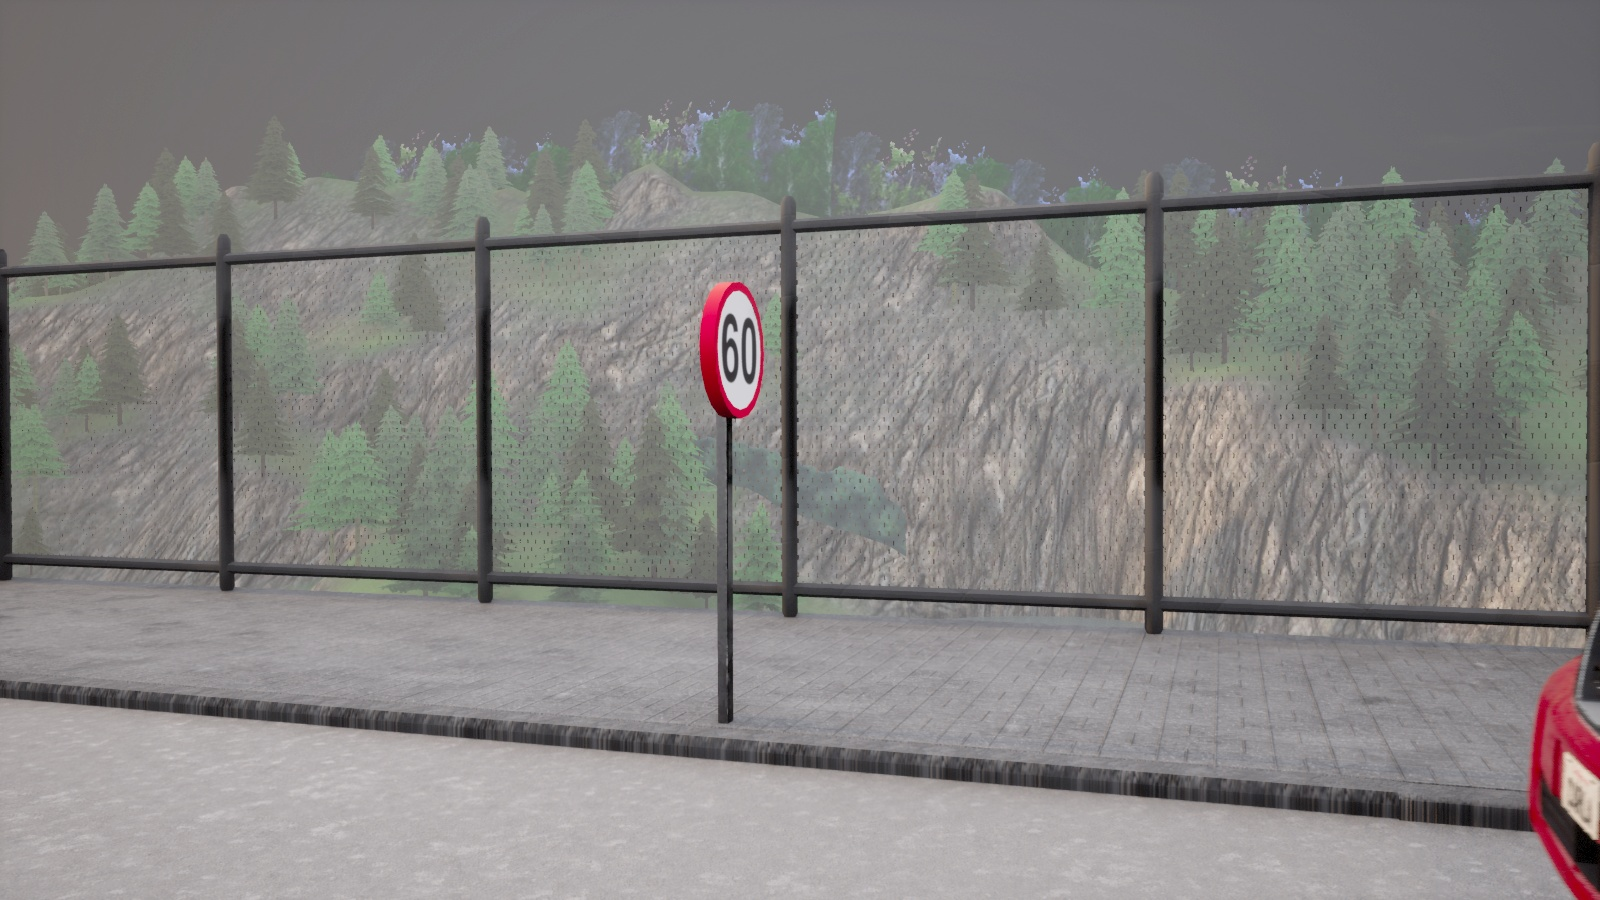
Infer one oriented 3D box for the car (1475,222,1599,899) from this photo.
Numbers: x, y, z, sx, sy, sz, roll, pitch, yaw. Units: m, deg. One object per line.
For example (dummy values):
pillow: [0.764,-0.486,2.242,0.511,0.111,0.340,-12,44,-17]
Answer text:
car: [4.522,0.527,2.208,5.566,2.045,2.150,1,1,18]
